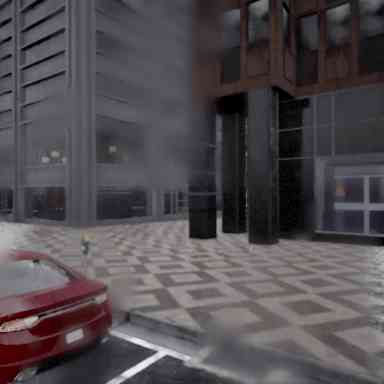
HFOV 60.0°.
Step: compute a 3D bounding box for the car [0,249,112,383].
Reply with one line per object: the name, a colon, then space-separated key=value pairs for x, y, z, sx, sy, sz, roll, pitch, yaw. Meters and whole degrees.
car: x=-3.211 y=1.597 z=5.253 sx=4.507 sy=1.381 sz=1.887 roll=-1 pitch=0 yaw=36
